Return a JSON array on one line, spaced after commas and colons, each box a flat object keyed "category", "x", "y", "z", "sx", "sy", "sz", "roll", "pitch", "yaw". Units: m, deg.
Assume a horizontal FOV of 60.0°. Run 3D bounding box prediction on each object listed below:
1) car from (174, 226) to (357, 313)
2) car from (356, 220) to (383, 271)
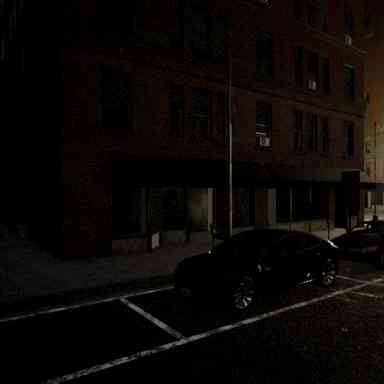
[{"category": "car", "x": 1.648, "y": 1.566, "z": 7.693, "sx": 4.313, "sy": 1.339, "sz": 1.947, "roll": 0, "pitch": 0, "yaw": -35}, {"category": "car", "x": 6.135, "y": 1.582, "z": 10.876, "sx": 4.206, "sy": 1.307, "sz": 1.802, "roll": 0, "pitch": 0, "yaw": -35}]
